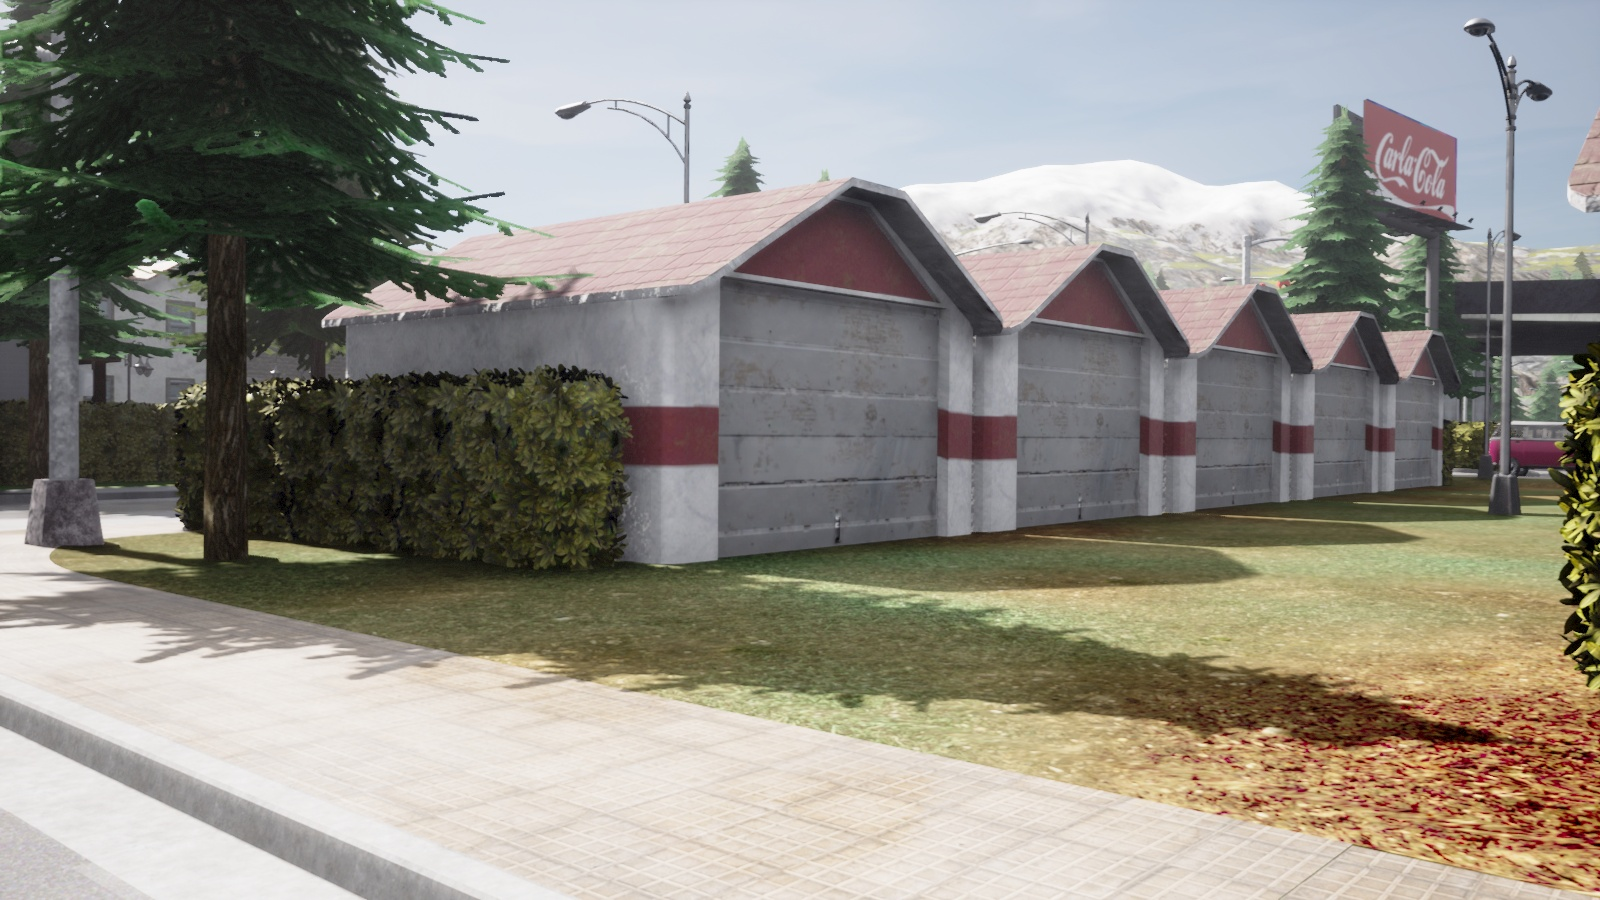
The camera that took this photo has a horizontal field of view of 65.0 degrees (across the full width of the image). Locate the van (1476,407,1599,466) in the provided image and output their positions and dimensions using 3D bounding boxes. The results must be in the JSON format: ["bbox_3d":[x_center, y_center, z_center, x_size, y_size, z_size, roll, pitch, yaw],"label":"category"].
[{"bbox_3d":[26.360,-0.469,43.955,4.442,1.987,1.775,2,0,40],"label":"van"}]
